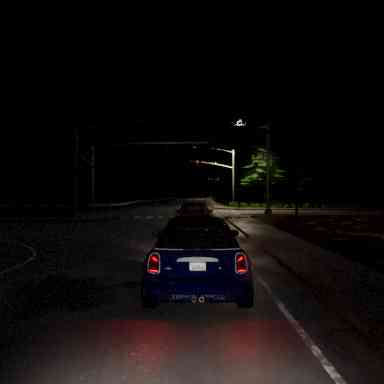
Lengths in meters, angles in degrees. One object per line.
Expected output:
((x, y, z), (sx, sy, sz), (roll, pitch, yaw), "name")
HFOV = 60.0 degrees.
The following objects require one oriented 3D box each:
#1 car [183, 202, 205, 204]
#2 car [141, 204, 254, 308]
((0.106, 1.338, 18.181), (2.097, 1.767, 4.553), (0, 0, 0), "car")
((0.101, 1.347, 8.060), (2.097, 1.767, 4.553), (0, 0, 0), "car")
